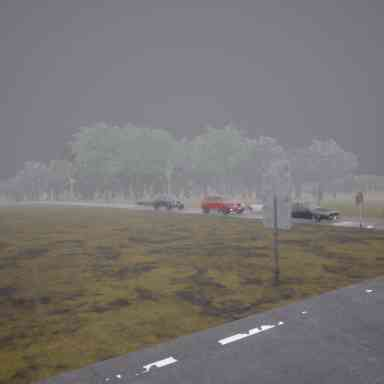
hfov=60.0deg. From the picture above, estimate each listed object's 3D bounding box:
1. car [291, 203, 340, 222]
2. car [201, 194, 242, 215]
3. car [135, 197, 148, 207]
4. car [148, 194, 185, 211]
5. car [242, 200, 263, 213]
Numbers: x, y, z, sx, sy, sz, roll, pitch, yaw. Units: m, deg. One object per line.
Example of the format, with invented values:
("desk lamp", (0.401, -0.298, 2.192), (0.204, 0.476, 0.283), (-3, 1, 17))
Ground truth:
("car", (9.260, 1.606, 27.350), (2.033, 1.411, 5.357), (-2, 1, -36))
("car", (3.203, 1.303, 35.730), (2.150, 2.045, 5.566), (-2, 1, -35))
("car", (-7.841, 1.662, 56.033), (2.128, 1.511, 4.902), (-2, 1, -35))
("car", (-3.256, 1.365, 44.688), (2.150, 2.045, 5.566), (-2, 1, -36))
("car", (7.776, 1.517, 34.391), (1.812, 1.442, 4.674), (-2, 1, -35))
